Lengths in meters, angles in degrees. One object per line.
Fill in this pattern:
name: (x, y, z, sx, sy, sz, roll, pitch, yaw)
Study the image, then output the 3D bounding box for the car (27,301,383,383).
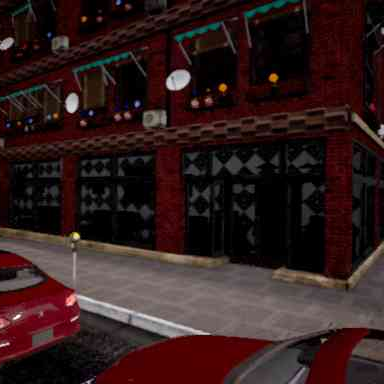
car: (1.049, 1.582, 1.962, 4.206, 1.307, 1.802, 0, 1, 36)

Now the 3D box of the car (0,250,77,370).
car: (-3.468, 1.581, 5.185, 4.206, 1.307, 1.802, 0, 1, 36)
